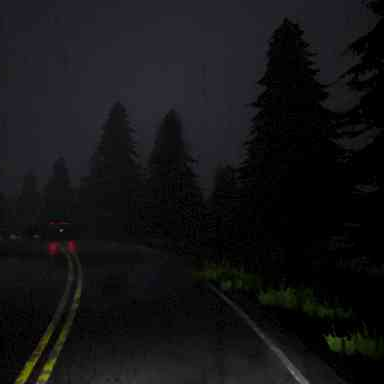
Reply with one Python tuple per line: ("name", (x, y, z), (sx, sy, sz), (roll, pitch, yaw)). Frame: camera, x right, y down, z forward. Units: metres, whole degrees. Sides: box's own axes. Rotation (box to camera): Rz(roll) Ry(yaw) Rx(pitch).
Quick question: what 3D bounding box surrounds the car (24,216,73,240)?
("car", (-9.640, 2.355, 22.202), (2.128, 1.511, 4.902), (4, -7, -42))
